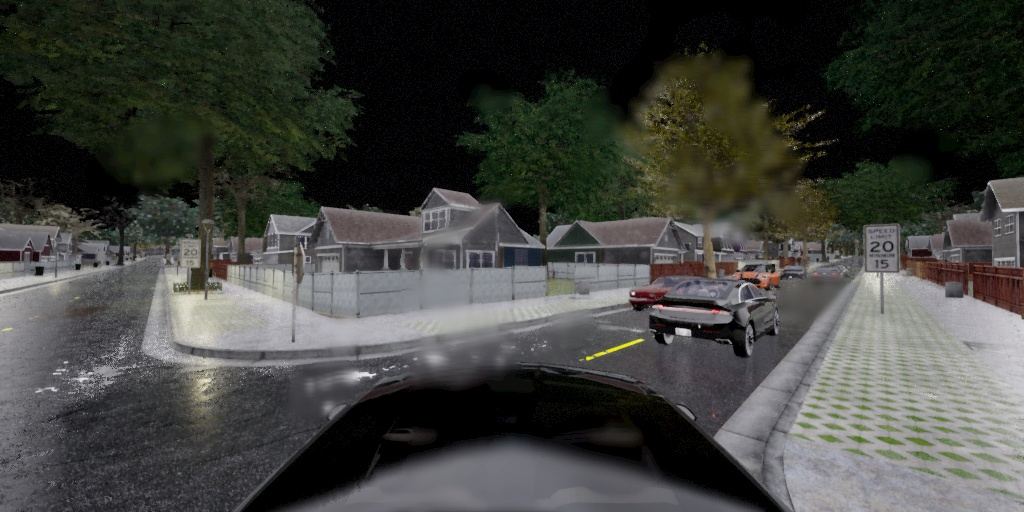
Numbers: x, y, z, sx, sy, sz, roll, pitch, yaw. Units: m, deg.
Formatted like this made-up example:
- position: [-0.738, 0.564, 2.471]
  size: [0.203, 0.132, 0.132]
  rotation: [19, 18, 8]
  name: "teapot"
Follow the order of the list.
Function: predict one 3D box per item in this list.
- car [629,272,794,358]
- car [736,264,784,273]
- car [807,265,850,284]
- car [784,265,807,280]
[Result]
- position: [5.088, 1.301, 8.768]
  size: [4.902, 1.511, 2.128]
  rotation: [1, -1, -45]
  name: "car"
- position: [16.329, 1.327, 23.971]
  size: [4.553, 1.767, 2.097]
  rotation: [1, -1, -45]
  name: "car"
- position: [27.087, 1.567, 30.593]
  size: [5.357, 1.411, 2.033]
  rotation: [0, -1, -44]
  name: "car"
- position: [27.962, 1.604, 35.424]
  size: [5.357, 1.411, 2.033]
  rotation: [0, -1, -45]
  name: "car"
